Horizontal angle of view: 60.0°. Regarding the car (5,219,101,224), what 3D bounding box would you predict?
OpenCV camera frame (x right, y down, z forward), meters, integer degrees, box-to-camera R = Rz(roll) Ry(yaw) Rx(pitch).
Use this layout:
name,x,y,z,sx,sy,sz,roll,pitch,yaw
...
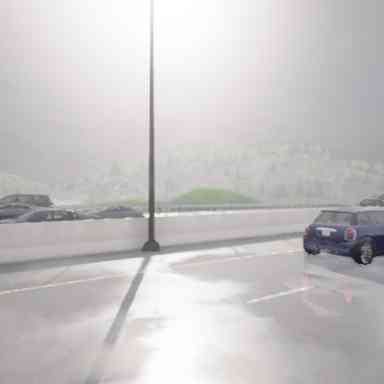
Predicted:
name,x,y,z,sx,sy,sz,roll,pitch,yaw
car,-7.025,1.506,16.057,5.357,1.411,2.033,0,0,-34

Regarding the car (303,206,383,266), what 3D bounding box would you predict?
name,x,y,z,sx,sy,sz,roll,pitch,yaw
car,6.079,1.336,11.722,4.553,1.767,2.097,0,0,-32

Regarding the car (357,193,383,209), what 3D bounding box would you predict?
name,x,y,z,sx,sy,sz,roll,pitch,yaw
car,25.218,1.168,44.795,5.566,2.045,2.150,1,0,-21

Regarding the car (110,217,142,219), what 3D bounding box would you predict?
name,x,y,z,sx,sy,sz,roll,pitch,yaw
car,-5.199,1.515,21.394,4.181,1.385,1.994,0,0,-33
